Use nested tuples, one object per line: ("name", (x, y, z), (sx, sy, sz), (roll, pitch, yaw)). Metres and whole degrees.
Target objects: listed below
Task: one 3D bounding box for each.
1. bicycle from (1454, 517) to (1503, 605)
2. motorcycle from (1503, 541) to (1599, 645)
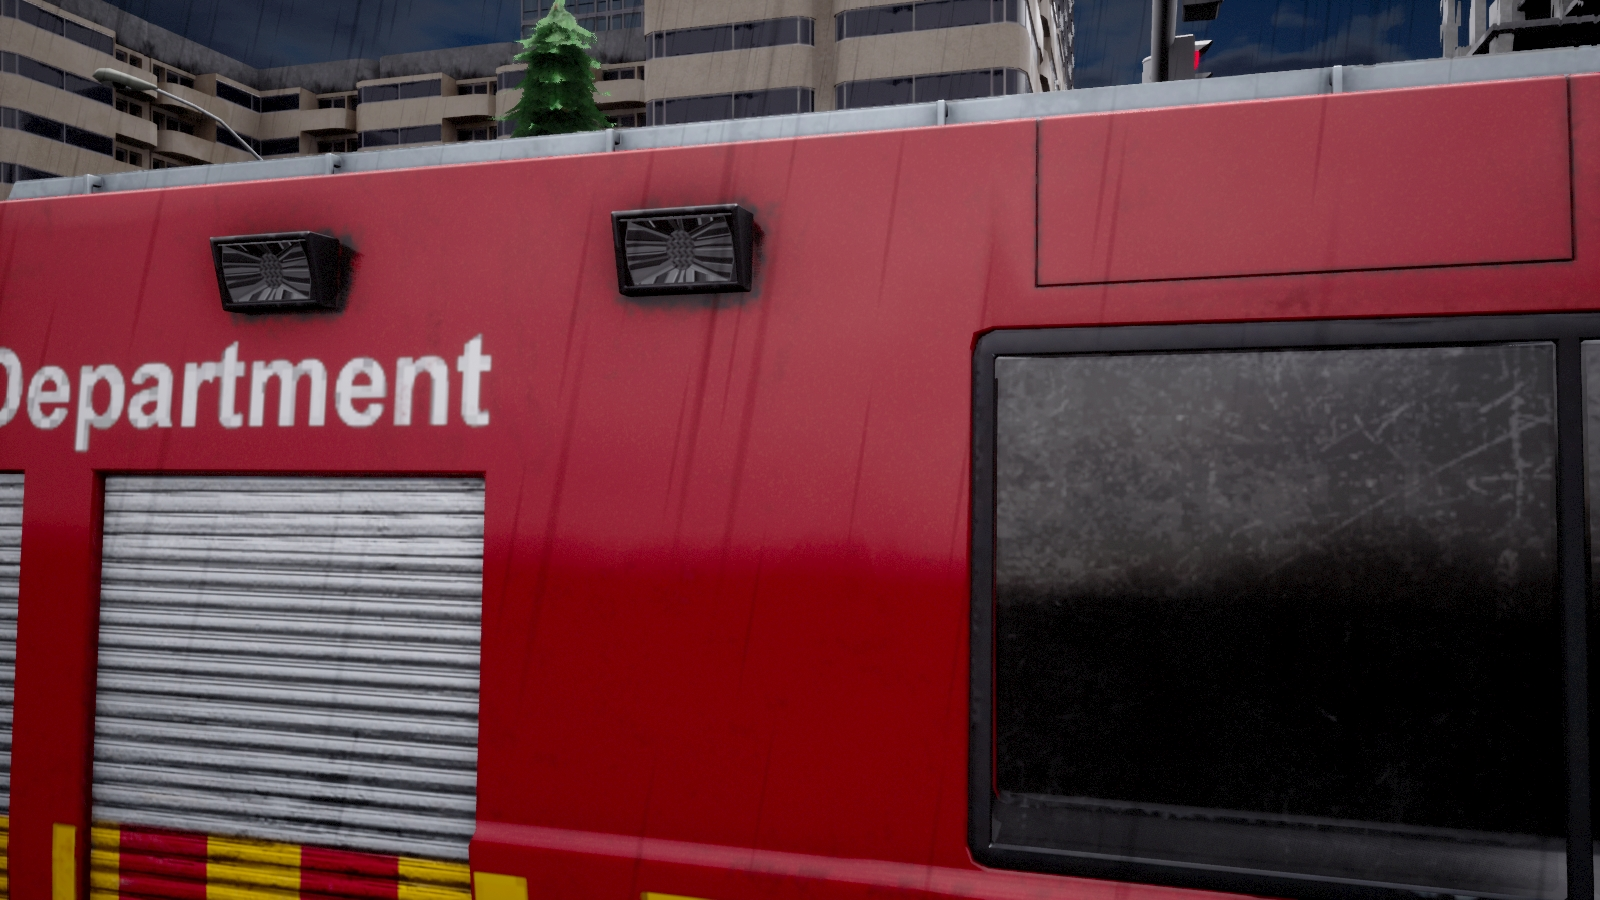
("bicycle", (12.788, 2.060, 21.569), (0.329, 1.471, 1.835), (0, 0, 16))
("motorcycle", (11.678, 2.155, 17.664), (0.764, 1.307, 2.356), (0, 0, 16))
